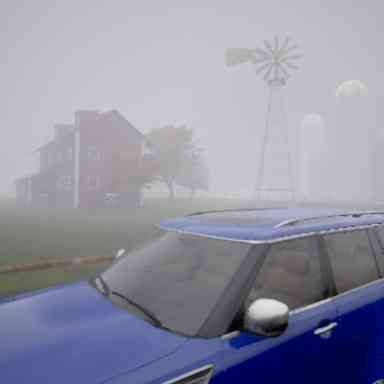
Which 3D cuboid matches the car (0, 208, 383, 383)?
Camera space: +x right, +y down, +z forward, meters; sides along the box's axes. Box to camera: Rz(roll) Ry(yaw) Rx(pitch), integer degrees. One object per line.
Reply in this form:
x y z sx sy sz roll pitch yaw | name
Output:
0.497 1.231 3.415 5.566 2.045 2.150 0 0 -35 | car
